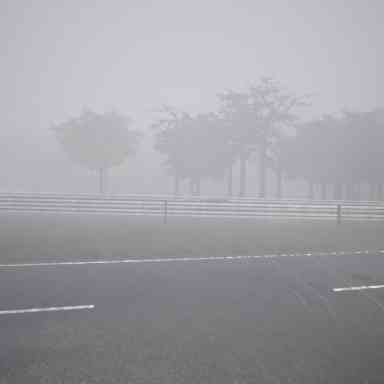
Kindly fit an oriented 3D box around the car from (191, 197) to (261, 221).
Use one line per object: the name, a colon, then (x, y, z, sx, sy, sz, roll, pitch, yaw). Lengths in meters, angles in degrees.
car: (2.402, 1.162, 23.377, 4.892, 1.490, 1.837, 1, 2, 1)
